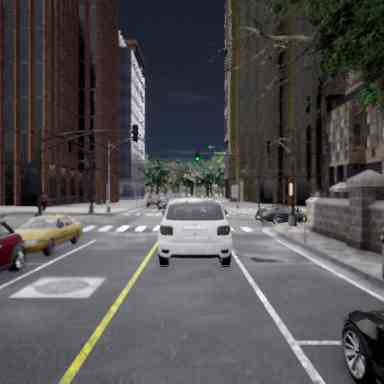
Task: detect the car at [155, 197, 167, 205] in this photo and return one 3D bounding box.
[{"bbox_3d":[-5.780,1.595,61.648,1.802,1.307,4.206,0,0,0],"label":"car"}]

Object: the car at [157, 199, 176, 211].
[{"bbox_3d":[-3.106,1.569,41.336,1.994,1.385,4.181,0,0,0],"label":"car"}]

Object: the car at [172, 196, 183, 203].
[{"bbox_3d":[-3.019,1.551,70.545,2.033,1.411,5.357,0,0,0],"label":"car"}]

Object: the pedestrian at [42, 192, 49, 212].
[{"bbox_3d":[-13.775,0.896,31.065,0.375,1.860,0.375,0,-1,0],"label":"pedestrian"}]

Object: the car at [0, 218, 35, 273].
[{"bbox_3d":[-5.765,1.440,7.909,1.967,1.590,4.097,0,0,0],"label":"car"}]

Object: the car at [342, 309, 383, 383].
[{"bbox_3d":[2.762,1.566,2.456,1.947,1.339,4.313,0,0,0],"label":"car"}]

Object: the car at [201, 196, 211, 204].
[{"bbox_3d":[2.744,1.561,67.088,1.887,1.381,4.507,0,0,0],"label":"car"}]

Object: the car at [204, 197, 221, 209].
[{"bbox_3d":[2.750,1.447,45.338,1.967,1.590,4.097,0,0,0],"label":"car"}]

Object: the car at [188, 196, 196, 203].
[{"bbox_3d":[-0.019,1.544,71.904,1.812,1.442,4.674,0,0,0],"label":"car"}]

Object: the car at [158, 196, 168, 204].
[{"bbox_3d":[-5.781,1.541,66.916,1.752,1.417,4.829,0,0,0],"label":"car"}]

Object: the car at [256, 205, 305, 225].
[{"bbox_3d":[6.974,1.689,24.484,4.674,1.442,1.812,1,-1,-17],"label":"car"}]

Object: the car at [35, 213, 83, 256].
[{"bbox_3d":[-5.766,1.525,13.195,1.752,1.417,4.829,0,0,0],"label":"car"}]

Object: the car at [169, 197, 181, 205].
[{"bbox_3d":[-3.038,1.577,60.205,1.994,1.385,4.181,0,0,1],"label":"car"}]

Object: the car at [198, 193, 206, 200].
[{"bbox_3d":[2.736,1.349,94.276,2.192,1.841,5.009,0,0,0],"label":"car"}]

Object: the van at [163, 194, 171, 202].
[{"bbox_3d":[-5.784,1.364,77.961,1.690,1.788,3.998,0,0,0],"label":"van"}]

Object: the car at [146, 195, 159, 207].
[{"bbox_3d":[-5.777,1.324,50.773,2.192,1.841,5.009,0,0,0],"label":"car"}]

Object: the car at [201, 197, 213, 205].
[{"bbox_3d":[2.746,1.565,61.651,2.008,1.369,4.403,0,0,0],"label":"car"}]

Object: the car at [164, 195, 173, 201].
[{"bbox_3d":[-5.786,1.577,83.399,2.008,1.369,4.403,0,0,0],"label":"car"}]

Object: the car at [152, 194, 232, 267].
[{"bbox_3d":[0.089,1.220,11.582,2.150,2.045,5.566,0,0,0],"label":"car"}]
